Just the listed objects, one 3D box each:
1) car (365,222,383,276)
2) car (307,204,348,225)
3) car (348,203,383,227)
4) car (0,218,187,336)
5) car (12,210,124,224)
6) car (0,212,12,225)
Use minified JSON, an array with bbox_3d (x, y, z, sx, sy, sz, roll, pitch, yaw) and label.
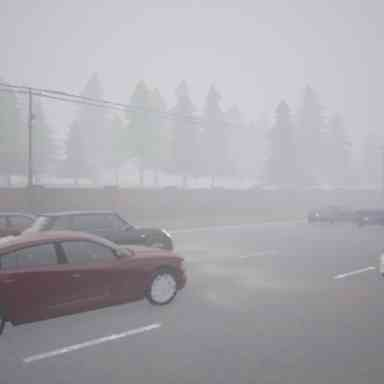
[{"bbox_3d":[6.516,1.516,8.389,4.674,1.442,1.812,0,0,-35],"label":"car"},{"bbox_3d":[10.212,1.543,23.918,4.181,1.385,1.994,0,0,-35],"label":"car"},{"bbox_3d":[12.359,1.456,21.152,5.008,1.535,1.882,0,0,-35],"label":"car"},{"bbox_3d":[-2.401,1.476,6.333,5.008,1.535,1.882,0,0,-35],"label":"car"},{"bbox_3d":[-2.813,1.349,10.336,4.553,1.767,2.097,0,0,-35],"label":"car"},{"bbox_3d":[-6.424,1.477,12.061,5.008,1.535,1.882,0,0,-35],"label":"car"}]
